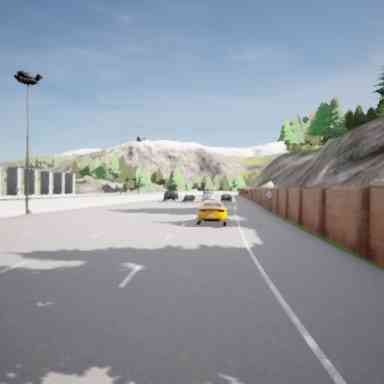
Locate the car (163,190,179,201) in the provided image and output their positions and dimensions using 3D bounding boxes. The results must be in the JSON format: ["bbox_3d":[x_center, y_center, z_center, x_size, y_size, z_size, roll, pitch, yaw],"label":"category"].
[{"bbox_3d":[-3.993,0.726,63.713,2.150,2.045,5.566,1,0,7],"label":"car"}]

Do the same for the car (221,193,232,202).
[{"bbox_3d":[6.550,0.990,63.612,2.097,1.767,4.553,1,0,7],"label":"car"}]

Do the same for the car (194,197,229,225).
[{"bbox_3d":[1.462,1.334,23.123,1.882,1.535,5.008,1,0,6],"label":"car"}]

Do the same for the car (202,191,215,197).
[{"bbox_3d":[3.087,0.813,63.952,2.150,2.045,5.566,1,0,7],"label":"car"}]

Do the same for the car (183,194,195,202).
[{"bbox_3d":[-0.463,1.039,63.884,2.128,1.511,4.902,1,0,7],"label":"car"}]
